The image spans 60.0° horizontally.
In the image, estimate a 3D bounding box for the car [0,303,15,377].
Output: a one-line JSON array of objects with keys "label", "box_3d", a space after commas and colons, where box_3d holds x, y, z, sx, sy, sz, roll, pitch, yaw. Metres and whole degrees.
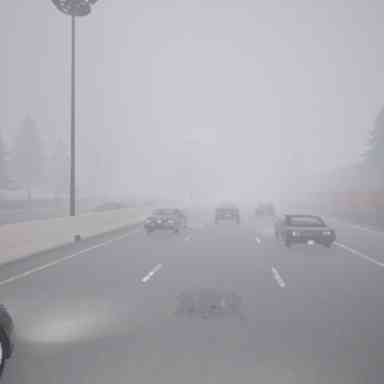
[{"label": "car", "box_3d": [-3.224, 1.514, 2.276, 1.837, 1.490, 4.892, 0, 0, 2]}]

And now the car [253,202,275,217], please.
[{"label": "car", "box_3d": [7.202, 1.703, 33.286, 2.128, 1.511, 4.902, 0, 0, 7]}]

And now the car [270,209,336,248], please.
[{"label": "car", "box_3d": [4.988, 1.702, 15.384, 1.895, 1.301, 4.718, 0, 0, 7]}]

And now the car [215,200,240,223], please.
[{"label": "car", "box_3d": [2.907, 1.646, 27.086, 1.882, 1.535, 5.008, 0, -1, 7]}]

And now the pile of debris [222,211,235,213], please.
[{"label": "pile of debris", "box_3d": [4.448, 2.425, 40.326, 1.500, 0.140, 1.860, 0, 0, 7]}]

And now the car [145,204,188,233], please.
[{"label": "car", "box_3d": [-1.451, 1.669, 20.419, 2.033, 1.411, 5.357, 0, 0, 7]}]

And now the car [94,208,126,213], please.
[{"label": "car", "box_3d": [-7.468, 1.649, 30.354, 1.882, 1.535, 5.008, 0, 0, 7]}]

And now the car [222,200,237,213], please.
[{"label": "car", "box_3d": [4.726, 1.783, 41.805, 1.812, 1.442, 4.674, 0, 0, 7]}]
